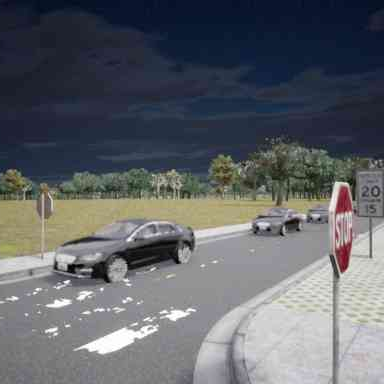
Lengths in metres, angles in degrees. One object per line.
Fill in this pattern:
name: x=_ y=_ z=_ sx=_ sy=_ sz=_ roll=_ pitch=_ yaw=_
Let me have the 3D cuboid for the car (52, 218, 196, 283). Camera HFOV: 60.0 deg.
car: x=-1.781 y=1.595 z=10.188 sx=2.128 sy=1.511 sz=4.902 roll=0 pitch=-1 yaw=35

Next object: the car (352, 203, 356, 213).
car: x=20.728 y=2.081 z=41.829 sx=2.033 sy=1.411 sz=5.357 roll=0 pitch=-1 yaw=35

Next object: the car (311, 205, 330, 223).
car: x=11.278 y=1.850 z=28.633 sx=2.128 sy=1.511 sz=4.902 roll=0 pitch=-1 yaw=35

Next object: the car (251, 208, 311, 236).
car: x=5.278 y=1.738 z=20.171 sx=2.128 sy=1.511 sz=4.902 roll=0 pitch=-1 yaw=35
